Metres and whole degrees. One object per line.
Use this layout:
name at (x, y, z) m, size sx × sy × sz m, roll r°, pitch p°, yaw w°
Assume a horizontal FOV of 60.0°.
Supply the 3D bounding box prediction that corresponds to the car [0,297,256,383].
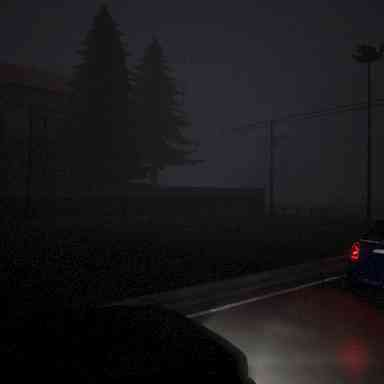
car at (-2.001, 1.547, 2.299) m, size 5.357 × 1.411 × 2.033 m, roll 0°, pitch 0°, yaw -36°

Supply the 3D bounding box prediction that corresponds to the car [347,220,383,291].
car at (5.698, 1.352, 7.818) m, size 4.553 × 1.767 × 2.097 m, roll 0°, pitch 0°, yaw -35°
